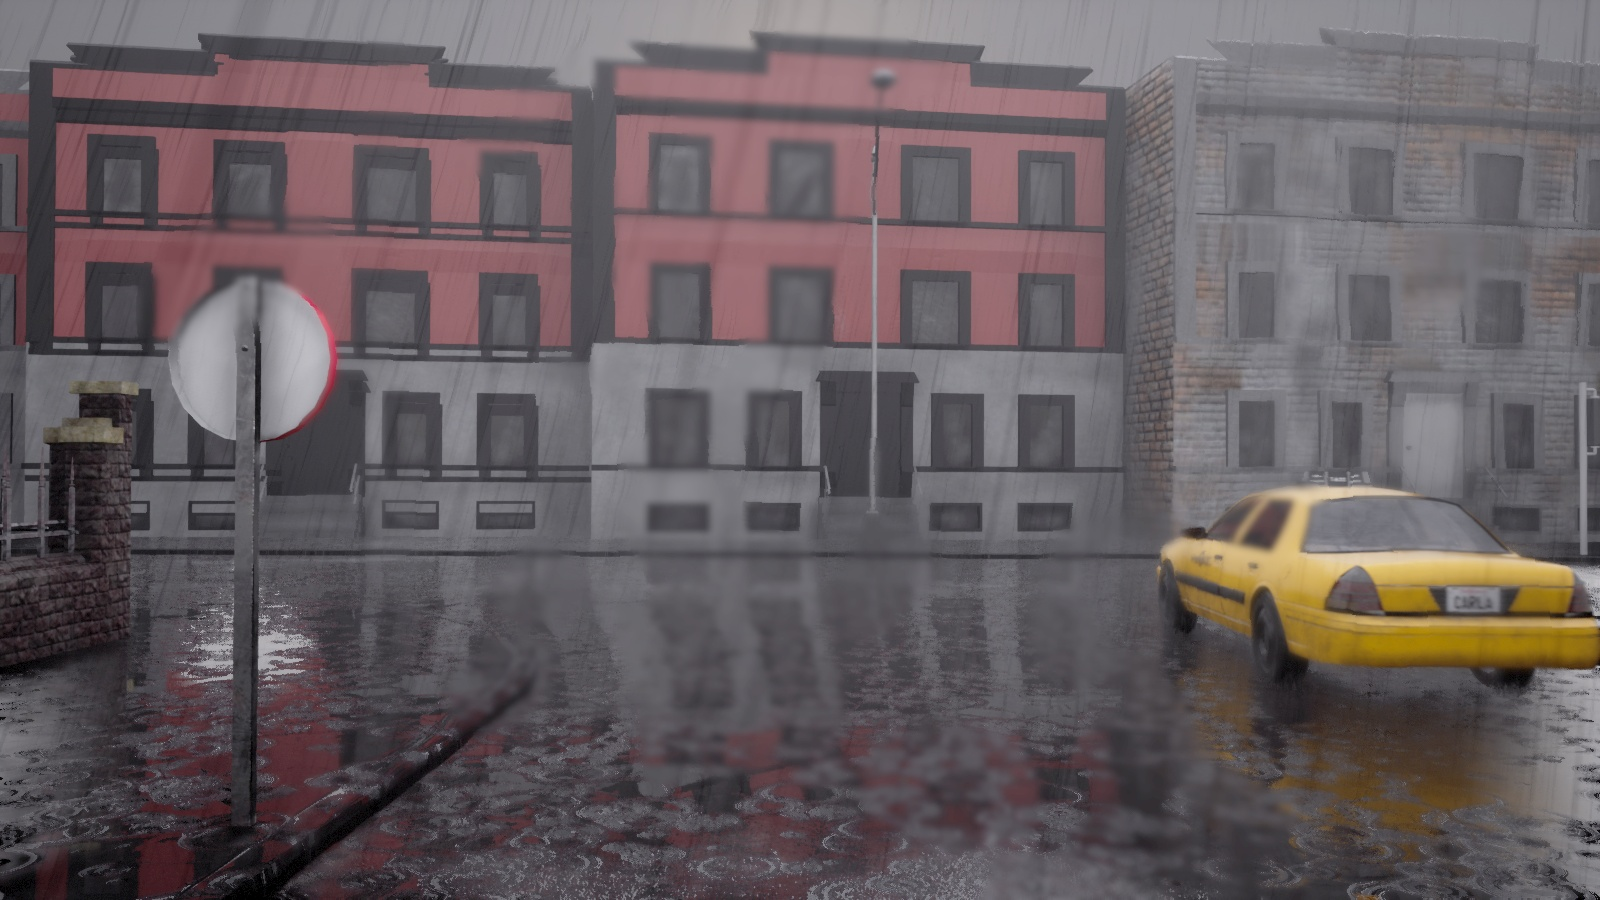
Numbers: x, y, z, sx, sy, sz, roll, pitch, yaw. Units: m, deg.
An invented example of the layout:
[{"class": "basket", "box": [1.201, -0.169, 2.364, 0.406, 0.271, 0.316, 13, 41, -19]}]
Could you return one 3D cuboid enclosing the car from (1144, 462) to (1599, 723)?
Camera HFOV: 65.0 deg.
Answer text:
[{"class": "car", "box": [4.345, 0.909, 10.300, 1.801, 1.575, 5.366, 0, -1, 3]}]
